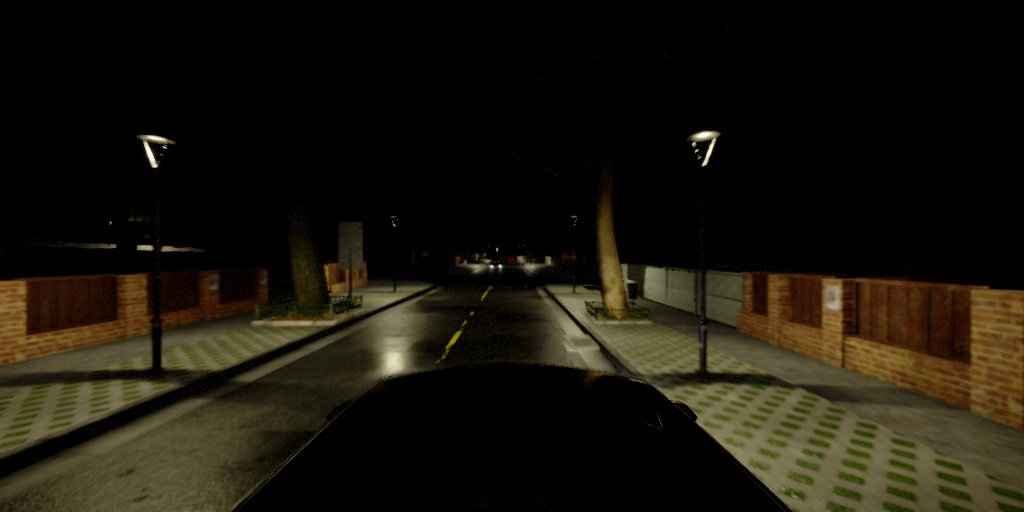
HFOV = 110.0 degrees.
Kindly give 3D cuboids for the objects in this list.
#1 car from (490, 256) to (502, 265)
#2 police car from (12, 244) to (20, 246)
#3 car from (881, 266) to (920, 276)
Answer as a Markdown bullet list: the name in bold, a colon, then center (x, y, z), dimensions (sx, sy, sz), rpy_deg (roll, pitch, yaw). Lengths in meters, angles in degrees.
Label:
- **car**: center (-2.741, 0.801, 63.005), dimensions (1.837, 1.490, 4.892), rpy_deg (0, 1, 1)
- **police car**: center (-39.332, -0.276, 27.777), dimensions (4.974, 1.542, 2.038), rpy_deg (3, 0, 0)
- **car**: center (32.391, 1.600, 30.159), dimensions (4.674, 1.442, 1.812), rpy_deg (1, 0, 1)
